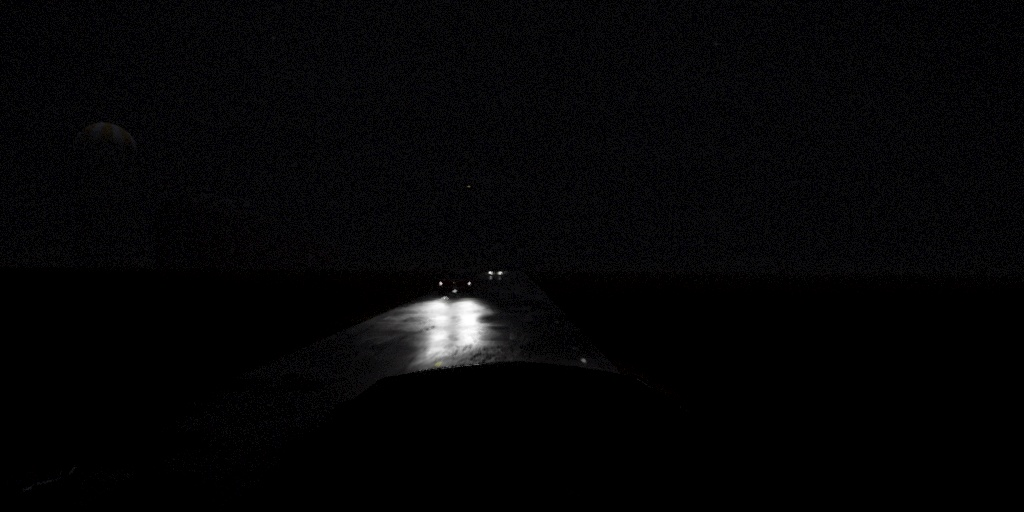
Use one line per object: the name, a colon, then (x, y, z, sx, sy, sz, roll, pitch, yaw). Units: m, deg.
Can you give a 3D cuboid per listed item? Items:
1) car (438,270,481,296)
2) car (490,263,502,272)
car: (-2.852, 1.470, 20.128, 1.895, 1.301, 4.718, 0, 0, 0)
car: (-2.787, 2.038, 62.034, 1.837, 1.490, 4.892, 0, -1, 1)
